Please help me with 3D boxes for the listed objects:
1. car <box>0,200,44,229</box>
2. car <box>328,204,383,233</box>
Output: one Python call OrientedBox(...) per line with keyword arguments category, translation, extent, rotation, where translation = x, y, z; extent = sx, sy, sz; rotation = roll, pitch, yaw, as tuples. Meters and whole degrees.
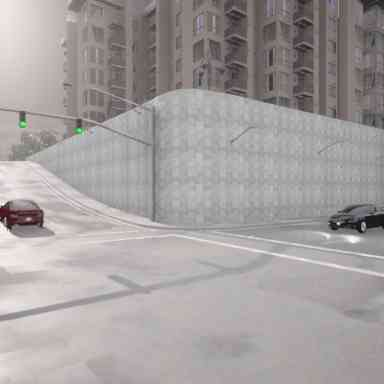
OrientedBox(category="car", translation=(-10.466, 1.209, 20.351), extent=(1.882, 1.535, 5.008), rotation=(0, 4, -36))
OrientedBox(category="car", translation=(10.057, 1.505, 19.779), extent=(4.892, 1.490, 1.837), rotation=(0, 0, -36))
